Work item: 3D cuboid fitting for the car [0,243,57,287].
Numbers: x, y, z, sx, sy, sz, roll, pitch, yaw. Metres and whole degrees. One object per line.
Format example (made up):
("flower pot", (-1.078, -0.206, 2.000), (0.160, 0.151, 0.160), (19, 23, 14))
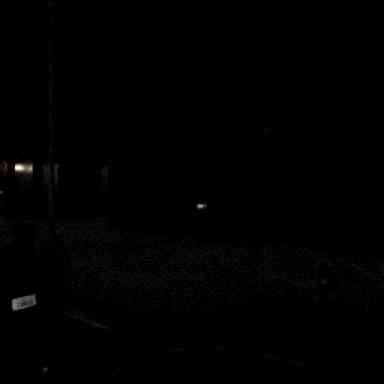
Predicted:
("car", (-4.015, 1.570, 5.831), (4.313, 1.339, 1.947), (0, 0, 36))

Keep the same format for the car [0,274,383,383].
("car", (0.573, 1.567, 2.558), (4.313, 1.339, 1.947), (0, 0, 36))
